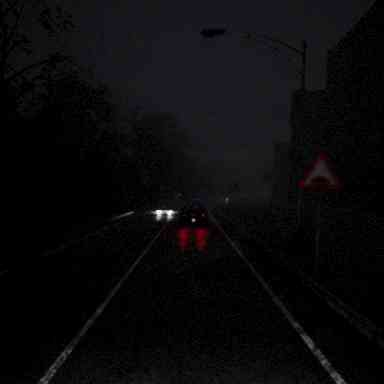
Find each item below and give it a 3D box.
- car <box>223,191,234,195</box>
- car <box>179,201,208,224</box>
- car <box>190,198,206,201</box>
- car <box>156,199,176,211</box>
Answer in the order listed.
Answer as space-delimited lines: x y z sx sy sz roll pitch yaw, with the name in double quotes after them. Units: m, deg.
8.703 0.136 79.494 1.837 1.490 4.892 3 4 30 "car"
0.100 1.562 24.081 1.895 1.301 4.718 0 0 0 "car"
0.734 1.450 41.204 1.812 1.442 4.674 0 0 5 "car"
-3.039 1.472 39.937 1.994 1.385 4.181 0 1 5 "car"
